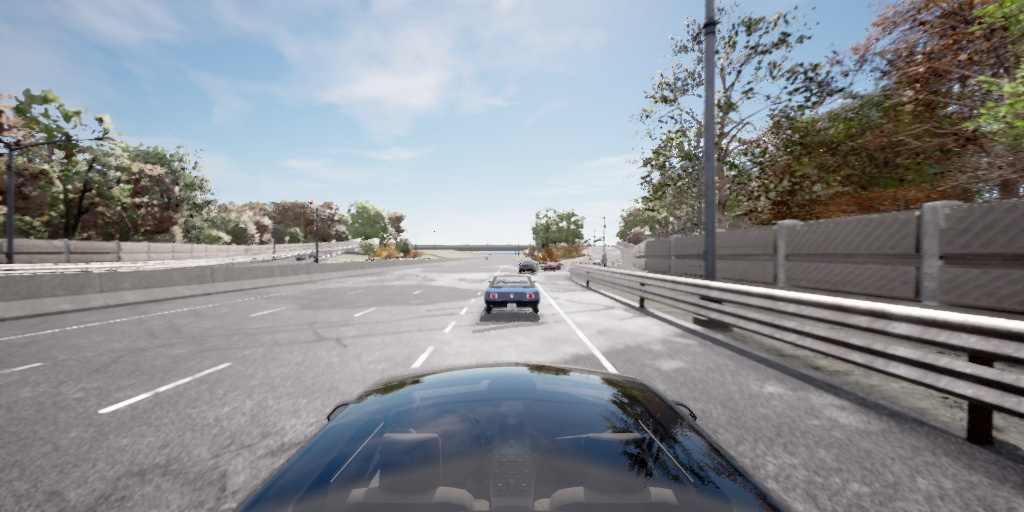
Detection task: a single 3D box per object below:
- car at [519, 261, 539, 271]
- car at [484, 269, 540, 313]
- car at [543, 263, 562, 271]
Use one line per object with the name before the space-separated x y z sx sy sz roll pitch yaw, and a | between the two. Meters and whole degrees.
car | 2.011 1.325 42.597 1.837 1.490 4.892 0 0 12
car | 0.004 1.356 14.117 1.895 1.301 4.718 0 0 0
car | 6.622 1.785 57.923 1.895 1.301 4.718 0 -1 22
